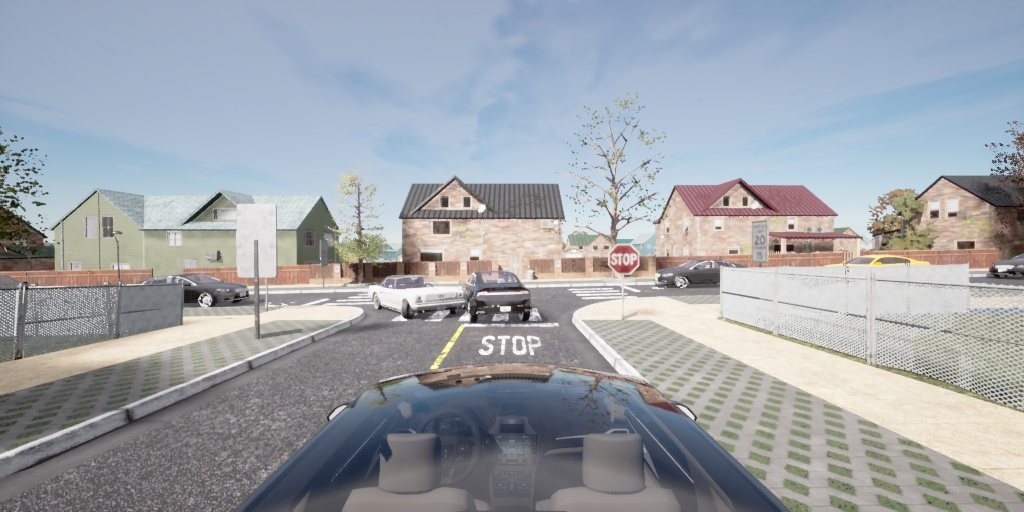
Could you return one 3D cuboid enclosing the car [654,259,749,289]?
[{"bbox_3d":[10.331,0.926,19.612,4.902,1.511,2.128,-1,1,0],"label":"car"}]

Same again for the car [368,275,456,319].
[{"bbox_3d":[-3.602,1.368,13.064,1.895,1.301,4.718,0,0,-38],"label":"car"}]

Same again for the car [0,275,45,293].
[{"bbox_3d":[-24.239,1.648,16.519,4.553,1.767,2.097,-1,1,0],"label":"car"}]

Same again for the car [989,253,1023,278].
[{"bbox_3d":[29.386,0.478,19.684,4.902,1.511,2.128,-1,1,0],"label":"car"}]

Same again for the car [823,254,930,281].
[{"bbox_3d":[19.762,0.691,19.648,5.008,1.535,1.882,-1,1,-1],"label":"car"}]

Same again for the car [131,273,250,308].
[{"bbox_3d":[-14.902,1.567,16.560,4.902,1.511,2.128,-1,1,0],"label":"car"}]

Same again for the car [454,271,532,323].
[{"bbox_3d":[-0.685,1.243,12.204,2.128,1.511,4.902,0,0,-12],"label":"car"}]
